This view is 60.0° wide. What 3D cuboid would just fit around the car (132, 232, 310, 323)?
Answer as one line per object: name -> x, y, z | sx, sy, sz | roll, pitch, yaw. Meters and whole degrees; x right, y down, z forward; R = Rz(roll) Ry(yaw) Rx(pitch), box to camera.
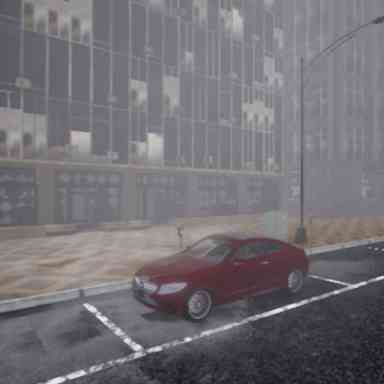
car -> 0.806, 1.556, 7.104 | 4.206, 1.307, 1.802 | 0, 1, -35
